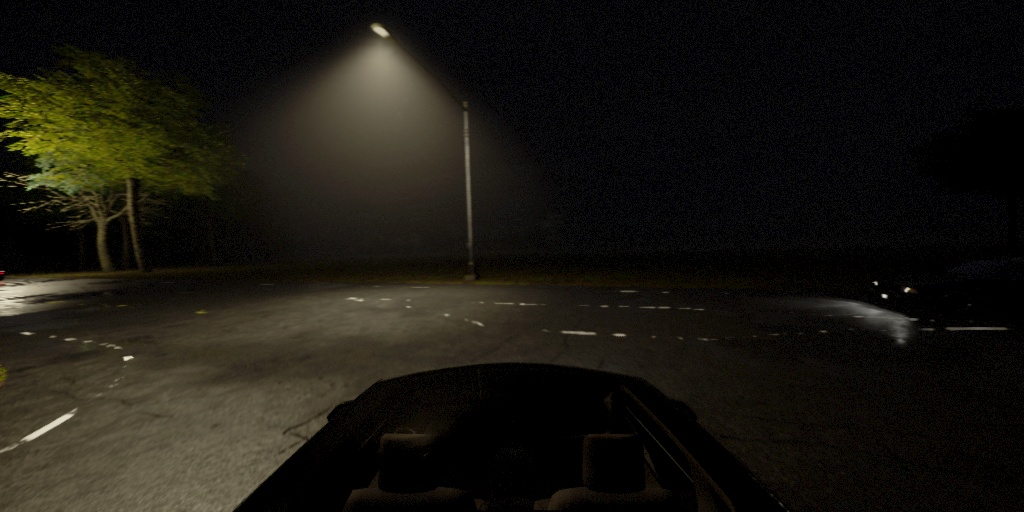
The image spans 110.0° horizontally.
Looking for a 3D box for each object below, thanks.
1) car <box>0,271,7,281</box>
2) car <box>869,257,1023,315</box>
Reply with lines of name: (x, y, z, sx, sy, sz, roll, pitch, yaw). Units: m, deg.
car: (-48.695, 1.698, 32.778, 4.718, 1.301, 1.895, -1, 3, 21)
car: (13.148, 0.733, 9.314, 5.357, 1.411, 2.033, -1, 3, 21)
